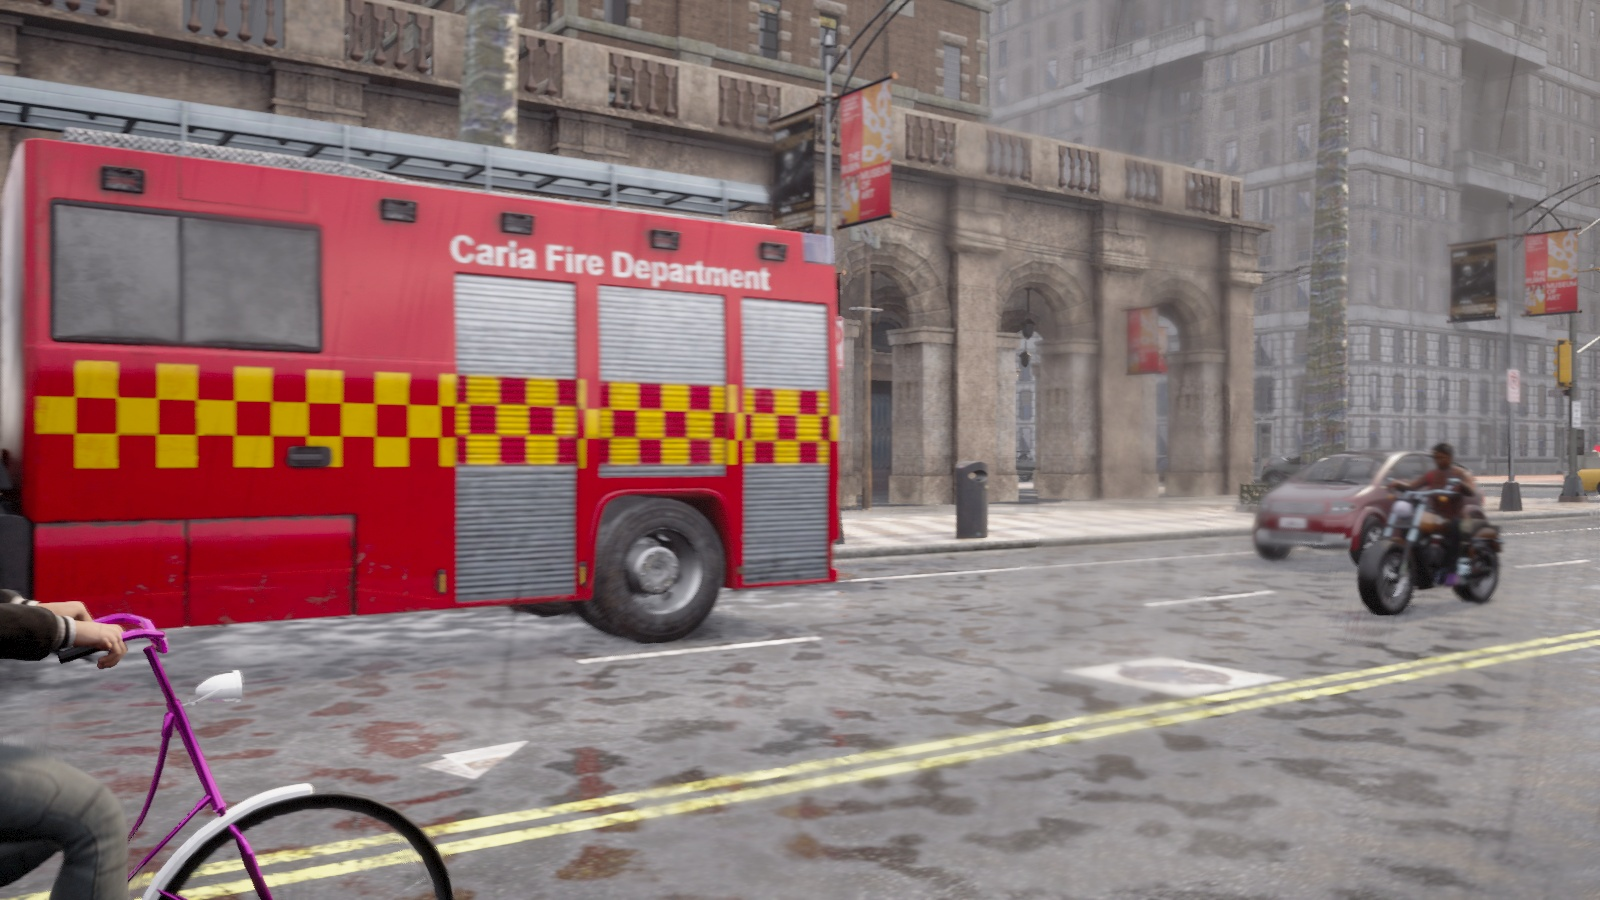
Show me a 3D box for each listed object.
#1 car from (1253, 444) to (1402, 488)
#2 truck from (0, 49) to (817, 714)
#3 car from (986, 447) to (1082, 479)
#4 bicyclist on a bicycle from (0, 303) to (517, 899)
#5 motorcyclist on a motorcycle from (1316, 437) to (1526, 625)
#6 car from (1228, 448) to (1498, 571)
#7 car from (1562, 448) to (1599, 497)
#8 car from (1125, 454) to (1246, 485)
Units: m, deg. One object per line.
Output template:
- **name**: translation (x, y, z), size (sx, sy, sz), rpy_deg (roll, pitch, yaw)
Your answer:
- **car**: translation (20.755, 0.600, 49.616), size (2.152, 1.651, 5.027), rpy_deg (0, 0, -35)
- **truck**: translation (-4.170, -0.389, 9.281), size (8.468, 3.827, 2.891), rpy_deg (0, 0, -35)
- **car**: translation (12.540, 0.661, 67.540), size (2.152, 1.651, 5.027), rpy_deg (0, 0, -35)
- **bicyclist on a bicycle**: translation (-1.581, 0.625, 2.556), size (1.843, 1.776, 0.659), rpy_deg (0, 0, -35)
- **motorcyclist on a motorcycle**: translation (5.977, 0.712, 12.027), size (2.350, 1.649, 0.766), rpy_deg (0, 0, -35)
- **car**: translation (7.932, 0.750, 17.619), size (3.705, 1.549, 1.789), rpy_deg (0, 0, -35)
- **car**: translation (27.173, 0.724, 39.497), size (1.801, 1.575, 5.366), rpy_deg (0, 0, -25)
- **car**: translation (18.179, 0.899, 59.476), size (2.033, 1.411, 5.357), rpy_deg (0, 0, -34)
